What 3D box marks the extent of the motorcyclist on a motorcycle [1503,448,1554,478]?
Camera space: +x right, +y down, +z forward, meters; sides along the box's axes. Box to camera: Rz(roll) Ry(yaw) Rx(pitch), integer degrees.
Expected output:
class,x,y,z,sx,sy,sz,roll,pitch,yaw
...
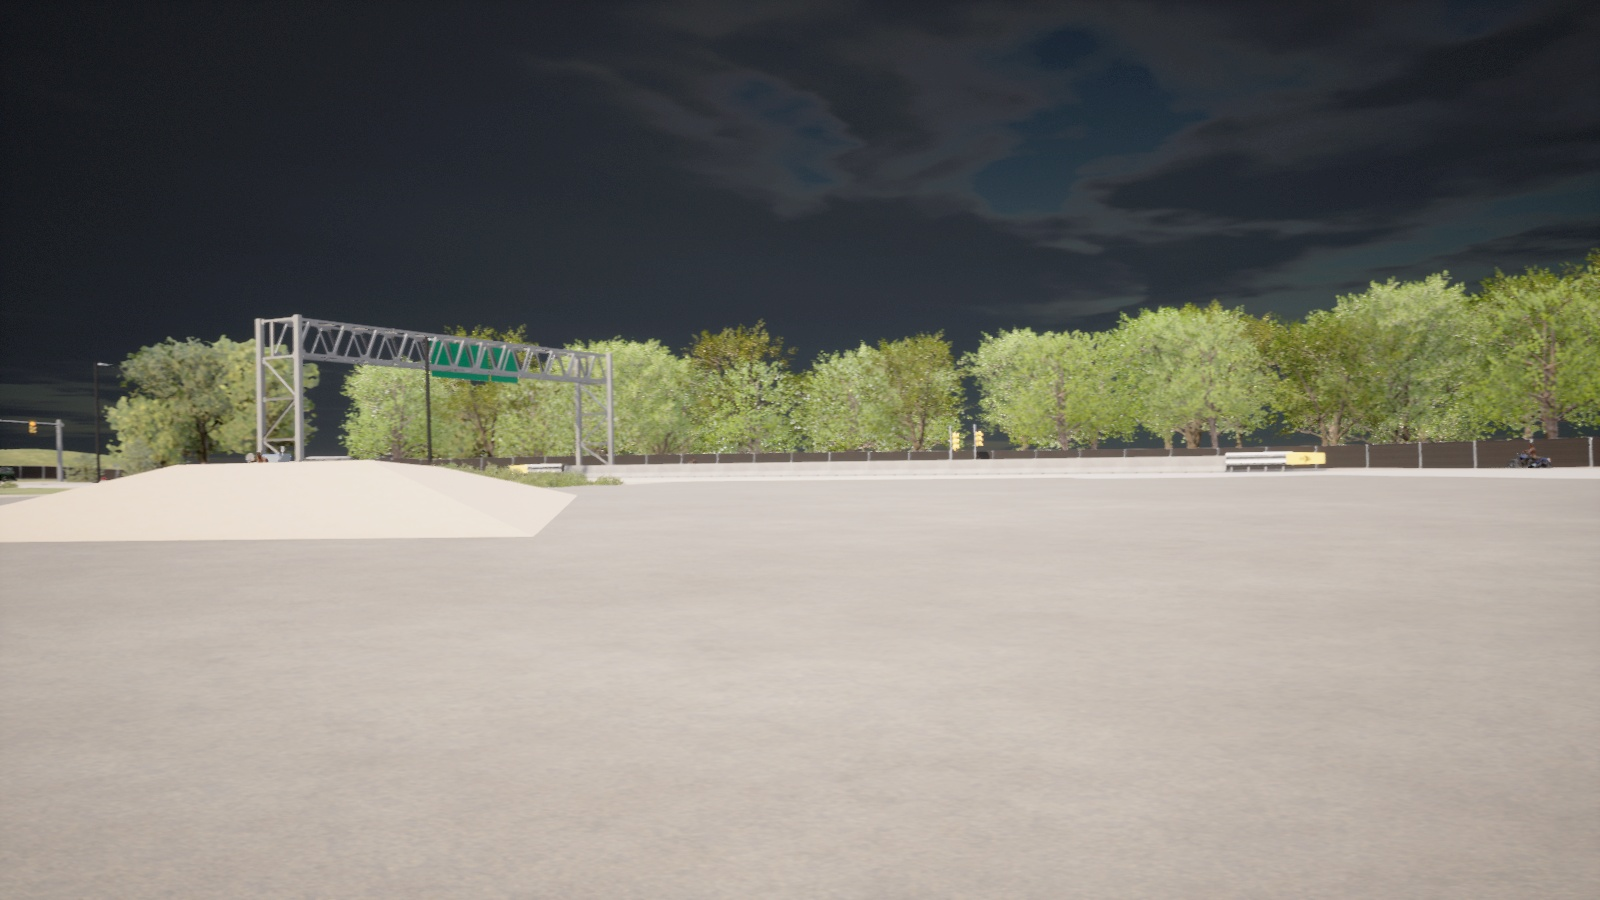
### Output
class,x,y,z,sx,sy,sz,roll,pitch,yaw
motorcyclist on a motorcycle,41.893,0.765,72.249,0.766,1.649,2.350,-1,-1,-43
